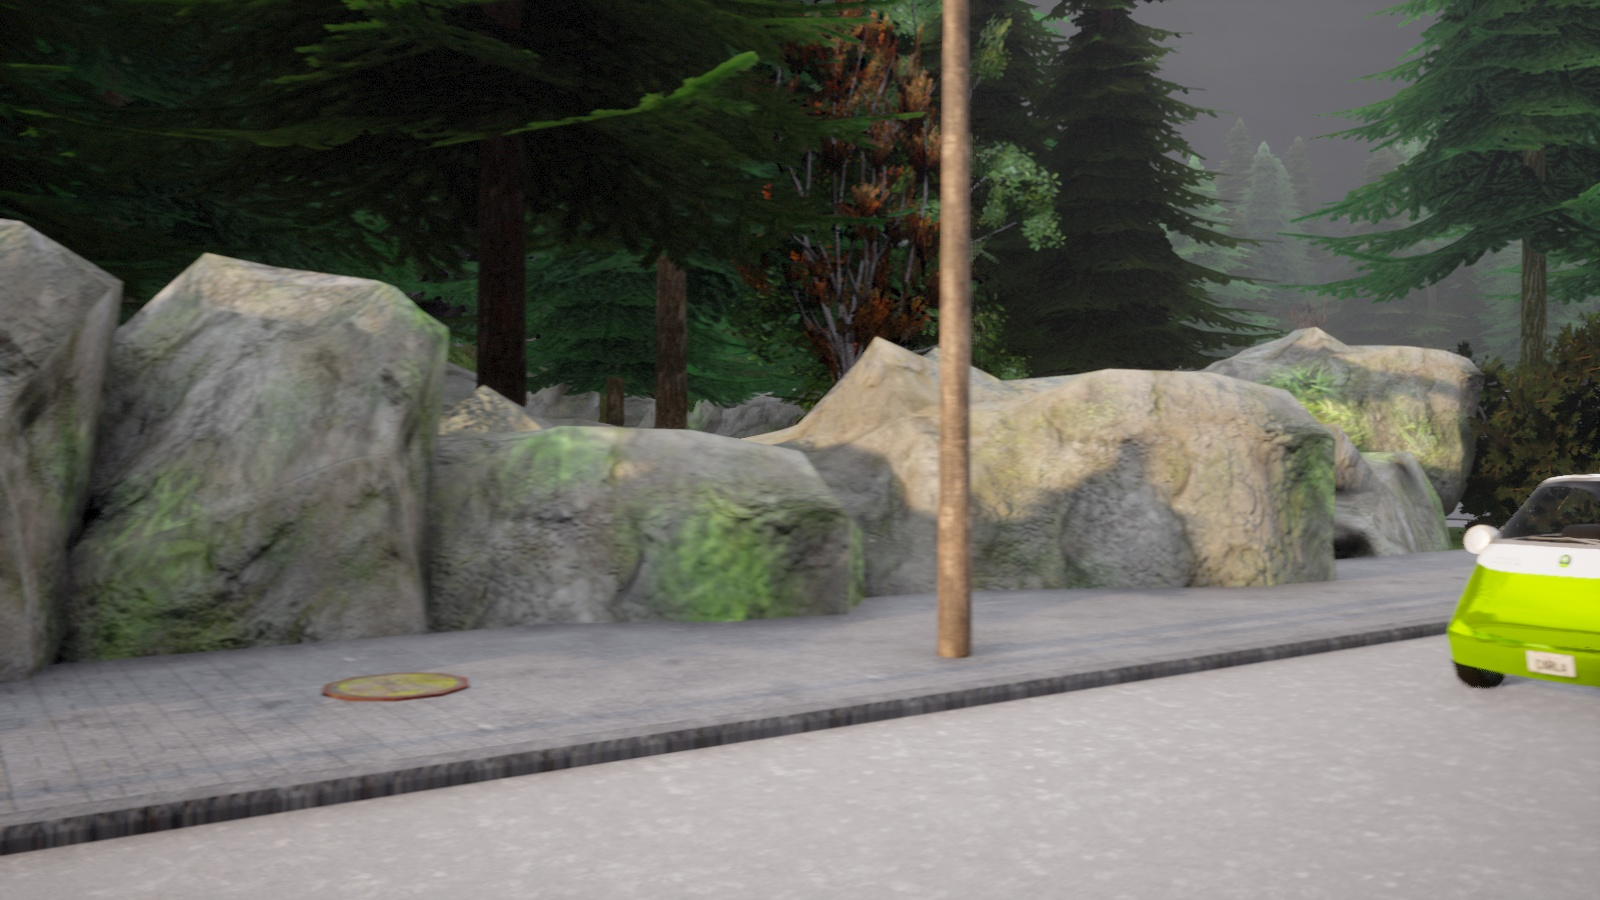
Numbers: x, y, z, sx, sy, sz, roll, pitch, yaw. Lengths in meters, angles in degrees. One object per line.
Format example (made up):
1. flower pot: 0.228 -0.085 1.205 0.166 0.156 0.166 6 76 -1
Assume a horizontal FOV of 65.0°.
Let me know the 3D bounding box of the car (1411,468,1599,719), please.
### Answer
1. car: 5.137 0.807 7.843 2.207 1.376 1.481 1 -1 -35
